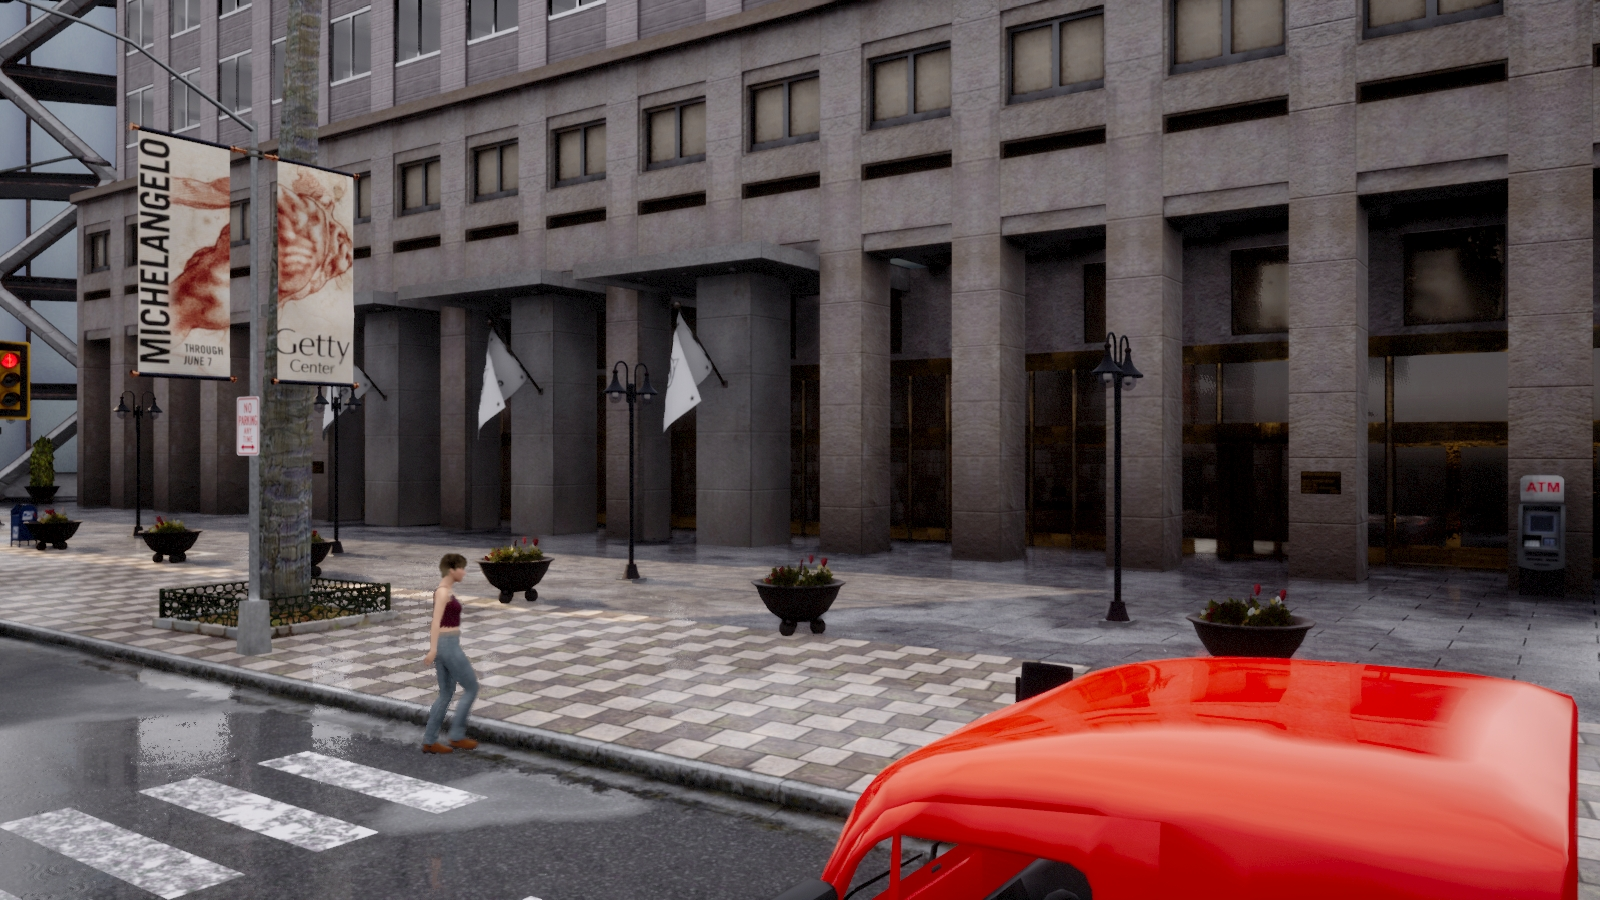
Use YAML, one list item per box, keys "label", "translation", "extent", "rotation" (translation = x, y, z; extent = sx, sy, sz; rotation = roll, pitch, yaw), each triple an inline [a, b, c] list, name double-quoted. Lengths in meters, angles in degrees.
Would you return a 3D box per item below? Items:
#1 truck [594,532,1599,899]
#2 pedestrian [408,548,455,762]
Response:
- label: "truck"
  translation: [2.439, 1.568, 2.095]
  extent: [5.204, 2.467, 2.627]
  rotation: [0, 0, 35]
- label: "pedestrian"
  translation: [-3.358, 1.846, 10.400]
  extent: [0.375, 1.860, 0.375]
  rotation: [0, 0, -23]
